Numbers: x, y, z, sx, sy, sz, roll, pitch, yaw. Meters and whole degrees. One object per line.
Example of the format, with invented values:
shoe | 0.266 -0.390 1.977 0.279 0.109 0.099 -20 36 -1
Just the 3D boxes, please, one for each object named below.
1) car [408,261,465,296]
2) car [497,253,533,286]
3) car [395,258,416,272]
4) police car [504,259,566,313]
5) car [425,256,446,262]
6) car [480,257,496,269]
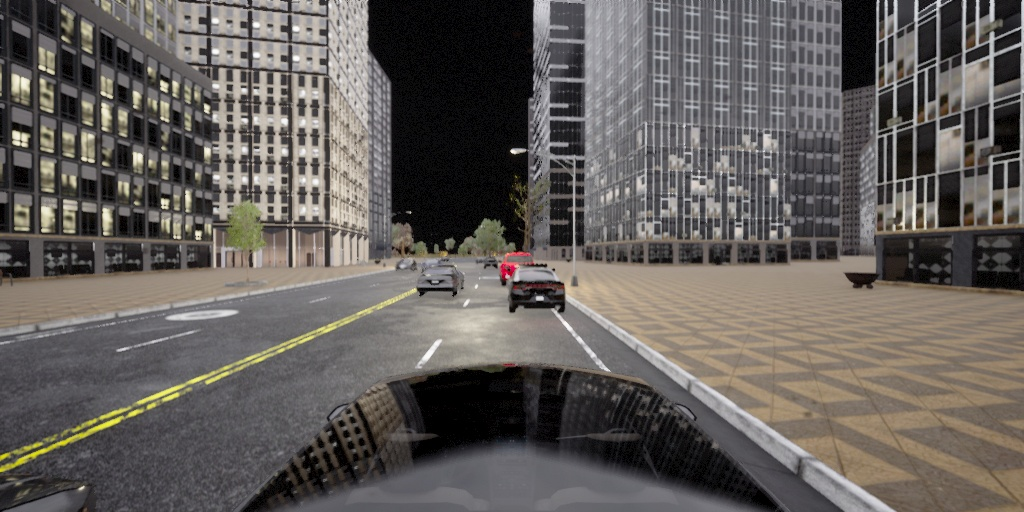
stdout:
car | -3.553 1.187 18.474 2.033 1.411 5.357 0 0 -3
car | 0.321 0.830 23.830 2.150 2.045 5.566 0 0 -3
car | -12.034 0.988 41.073 2.128 1.511 4.902 0 0 -6
police car | 0.785 1.096 13.762 1.930 1.638 5.238 0 0 -2
car | -8.454 1.040 38.115 1.812 1.442 4.674 0 0 -6
car | -2.977 0.951 49.049 1.837 1.490 4.892 0 0 -7
